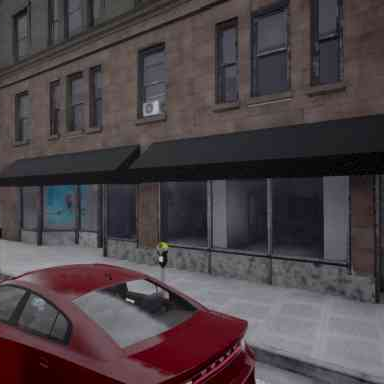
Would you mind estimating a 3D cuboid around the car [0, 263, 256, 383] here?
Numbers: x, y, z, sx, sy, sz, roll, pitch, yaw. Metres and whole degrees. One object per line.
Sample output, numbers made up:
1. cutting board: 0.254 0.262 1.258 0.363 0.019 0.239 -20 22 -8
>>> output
1. car: -1.501 1.545 3.919 4.507 1.381 1.887 0 0 35
